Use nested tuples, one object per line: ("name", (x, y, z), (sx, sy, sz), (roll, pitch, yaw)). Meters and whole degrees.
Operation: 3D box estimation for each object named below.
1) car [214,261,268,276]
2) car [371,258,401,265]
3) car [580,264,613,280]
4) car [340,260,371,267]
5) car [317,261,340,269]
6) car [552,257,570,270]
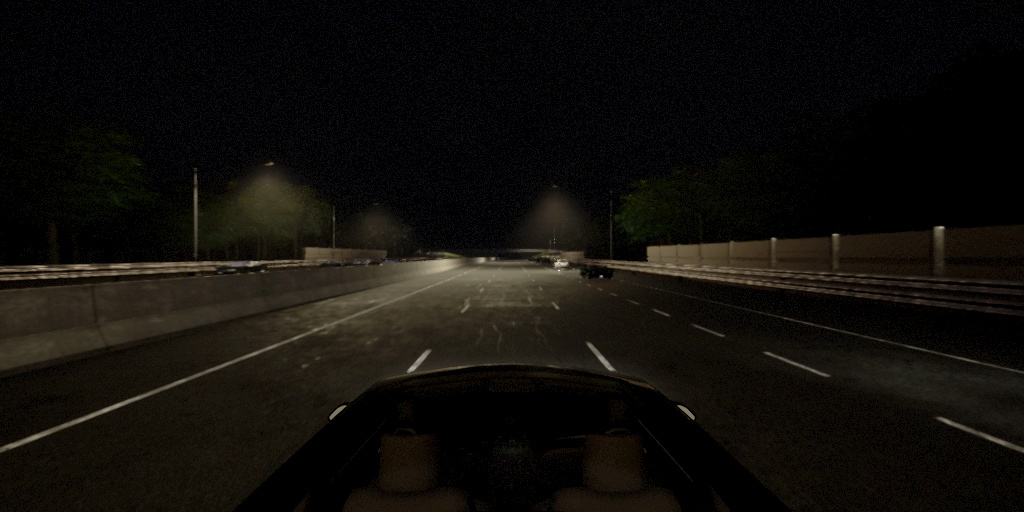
("car", (-24.596, 1.198, 32.727), (2.128, 1.511, 4.902), (0, 0, 0))
("car", (-14.086, 1.232, 41.860), (2.033, 1.411, 5.357), (0, 0, 1))
("car", (6.980, 1.315, 30.264), (1.895, 1.301, 4.718), (0, 0, 0))
("car", (-17.591, 1.176, 41.848), (2.128, 1.511, 4.902), (0, 0, 0))
("car", (-21.087, 1.246, 42.265), (1.994, 1.385, 4.181), (0, 0, 0))
("car", (6.966, 1.185, 50.486), (1.812, 1.442, 4.674), (0, 0, 0))
